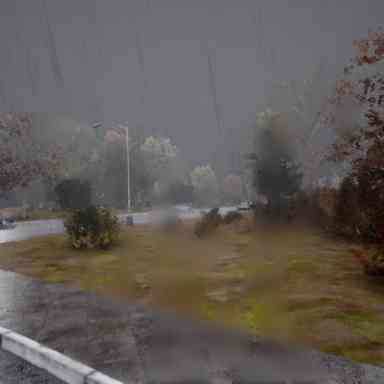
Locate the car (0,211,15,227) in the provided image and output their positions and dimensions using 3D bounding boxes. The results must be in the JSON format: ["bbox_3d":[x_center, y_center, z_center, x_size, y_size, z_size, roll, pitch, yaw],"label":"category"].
[{"bbox_3d":[-18.217,2.424,29.238,2.128,1.511,4.902,-3,-2,33],"label":"car"}]

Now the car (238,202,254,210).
[{"bbox_3d":[8.659,2.204,51.466,1.994,1.385,4.181,-3,-2,32],"label":"car"}]

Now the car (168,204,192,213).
[{"bbox_3d":[-1.965,2.669,54.554,1.895,1.301,4.718,-3,-2,33],"label":"car"}]
